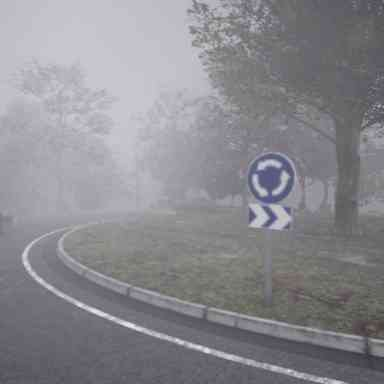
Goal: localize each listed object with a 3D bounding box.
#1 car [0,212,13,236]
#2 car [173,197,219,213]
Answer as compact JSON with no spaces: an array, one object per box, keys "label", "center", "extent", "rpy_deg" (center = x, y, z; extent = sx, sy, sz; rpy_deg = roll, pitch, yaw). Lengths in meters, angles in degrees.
[{"label":"car","center":[-8.842,1.265,13.095],"extent":[1.895,1.301,4.718],"rpy_deg":[1,1,-10]},{"label":"car","center":[0.405,1.205,30.950],"extent":[4.181,1.385,1.994],"rpy_deg":[1,1,-22]}]
